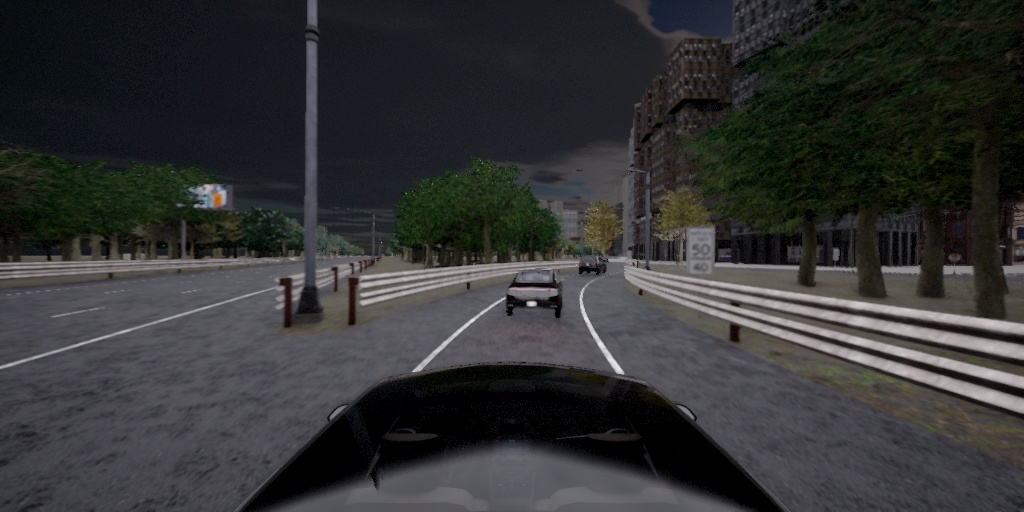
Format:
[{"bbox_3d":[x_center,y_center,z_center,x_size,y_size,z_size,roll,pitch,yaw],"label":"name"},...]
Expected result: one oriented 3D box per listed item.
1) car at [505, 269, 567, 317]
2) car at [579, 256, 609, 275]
[{"bbox_3d":[0.962,1.237,13.296,2.128,1.511,4.902,0,0,9],"label":"car"},{"bbox_3d":[8.737,0.988,38.671,2.150,2.045,5.566,0,0,24],"label":"car"}]
